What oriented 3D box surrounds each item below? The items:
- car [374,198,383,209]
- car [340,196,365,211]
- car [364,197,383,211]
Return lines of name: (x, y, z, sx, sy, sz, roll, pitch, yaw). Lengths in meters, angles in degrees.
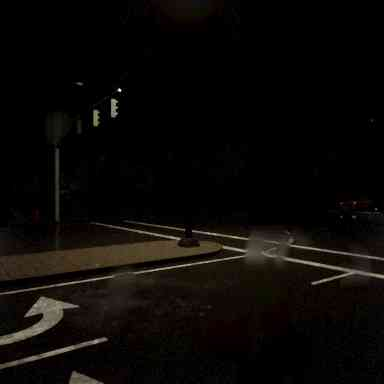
car: (27.458, 1.564, 46.452, 4.181, 1.385, 1.994, 0, 0, -36)
car: (20.442, 1.352, 41.424, 4.553, 1.767, 2.097, 0, 0, -36)
car: (22.854, 1.547, 38.891, 5.357, 1.411, 2.033, 0, 0, -35)
